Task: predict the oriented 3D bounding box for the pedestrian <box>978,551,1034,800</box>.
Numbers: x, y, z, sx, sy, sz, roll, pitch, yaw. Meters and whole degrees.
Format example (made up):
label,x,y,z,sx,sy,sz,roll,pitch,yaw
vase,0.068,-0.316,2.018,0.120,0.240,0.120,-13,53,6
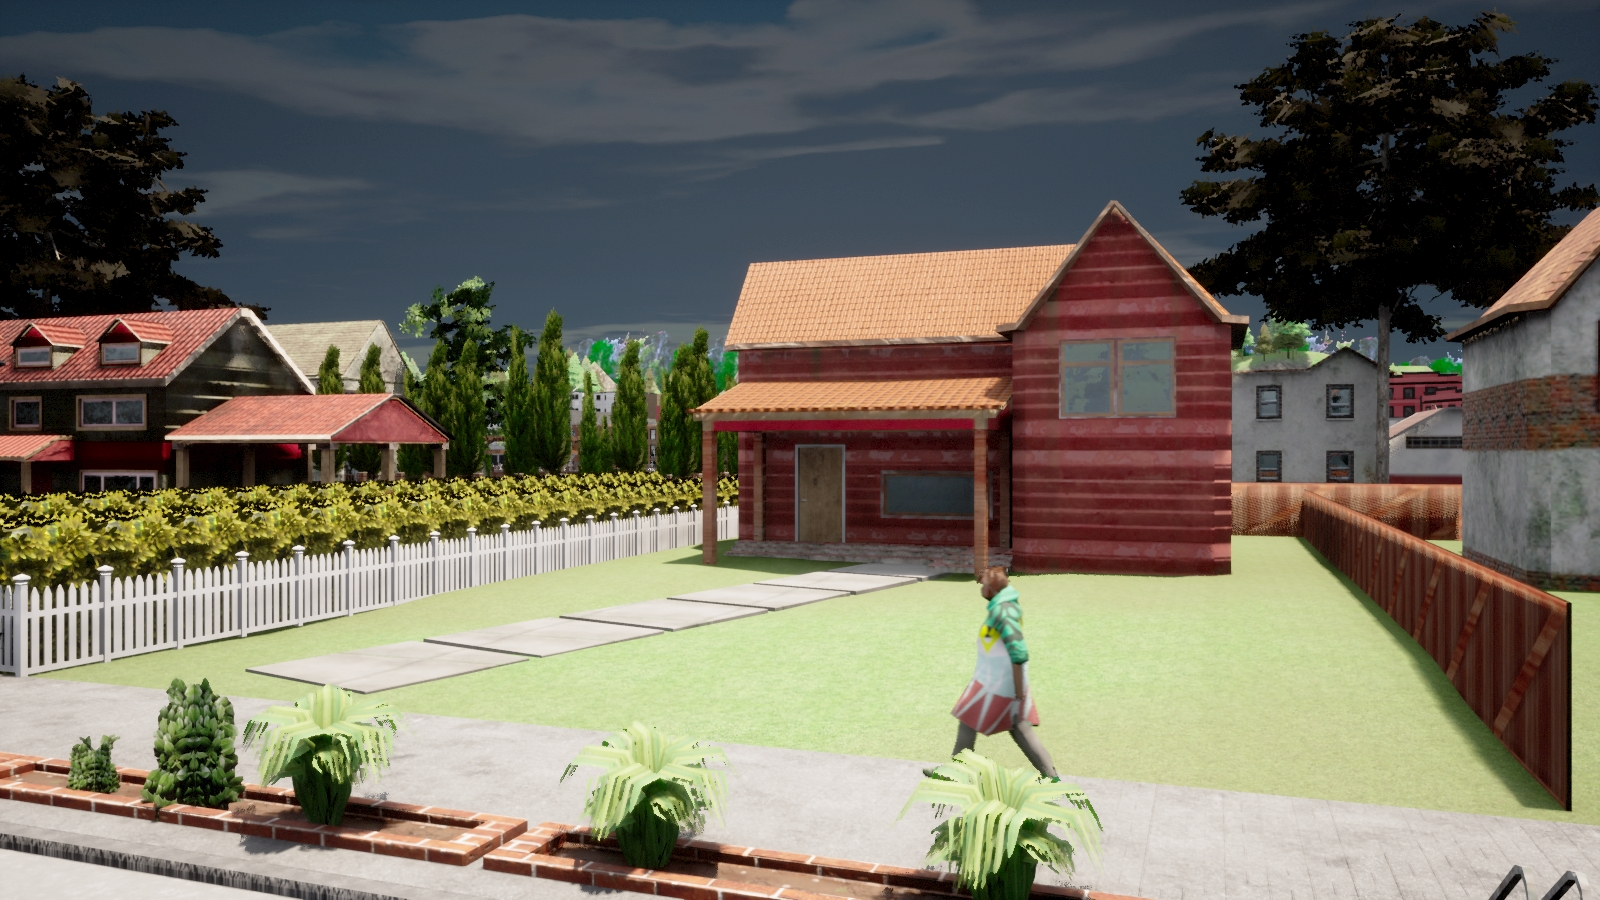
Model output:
label,x,y,z,sx,sy,sz,roll,pitch,yaw
pedestrian,1.619,1.744,8.959,0.375,1.860,0.375,0,0,20
